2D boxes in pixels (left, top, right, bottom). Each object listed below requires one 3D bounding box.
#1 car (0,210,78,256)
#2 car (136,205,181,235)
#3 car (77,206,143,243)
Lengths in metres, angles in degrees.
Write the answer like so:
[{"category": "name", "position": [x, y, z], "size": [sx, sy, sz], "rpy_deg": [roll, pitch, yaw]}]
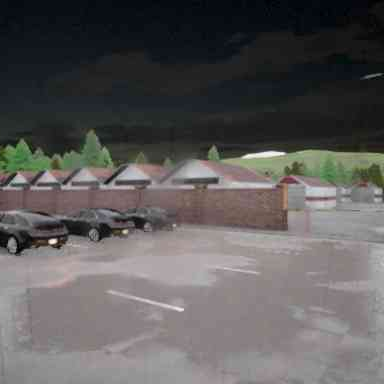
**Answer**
[{"category": "car", "position": [-6.917, 1.499, 13.239], "size": [4.892, 1.490, 1.837], "rpy_deg": [0, 0, 36]}, {"category": "car", "position": [-2.888, 1.499, 18.963], "size": [4.892, 1.490, 1.837], "rpy_deg": [1, 0, 36]}, {"category": "car", "position": [-4.901, 1.499, 16.100], "size": [4.892, 1.490, 1.837], "rpy_deg": [1, 0, 36]}]
